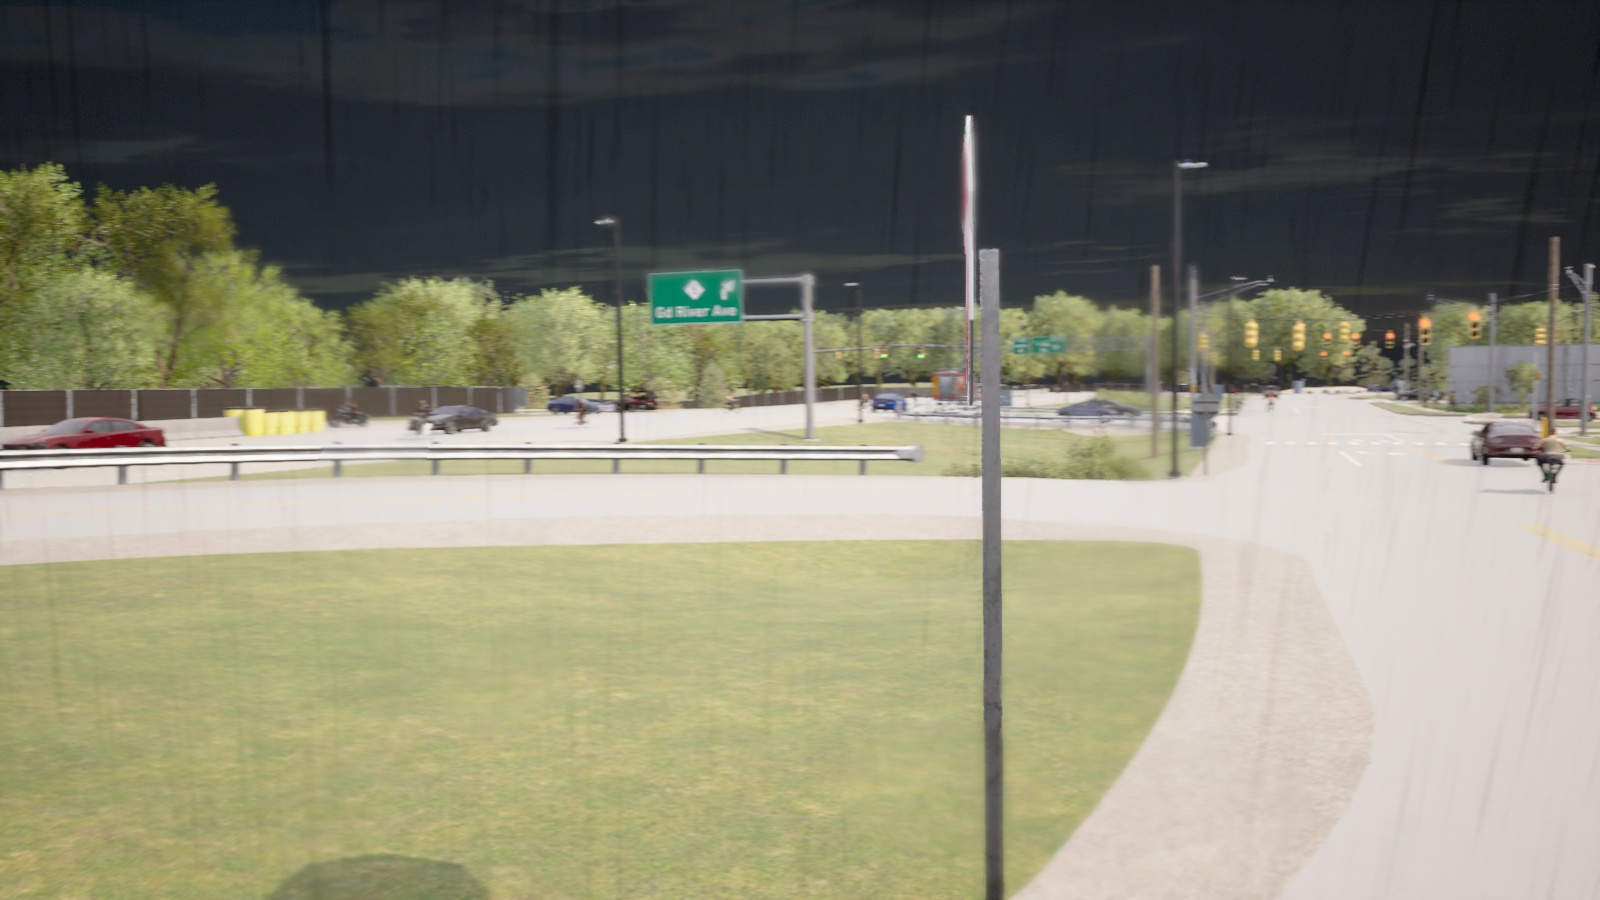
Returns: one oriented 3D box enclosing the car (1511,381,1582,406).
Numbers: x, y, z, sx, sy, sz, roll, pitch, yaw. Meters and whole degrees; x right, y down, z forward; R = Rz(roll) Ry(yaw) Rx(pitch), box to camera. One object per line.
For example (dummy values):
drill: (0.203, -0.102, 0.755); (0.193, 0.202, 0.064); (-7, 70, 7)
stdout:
car: (50.567, -3.821, 85.173); (3.988, 1.617, 1.851); (0, 4, 25)

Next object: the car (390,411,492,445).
car: (-17.648, -1.126, 62.026); (2.033, 1.411, 5.357); (-1, 3, 20)

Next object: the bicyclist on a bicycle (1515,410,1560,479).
bicyclist on a bicycle: (18.135, -0.145, 30.898); (0.866, 1.612, 1.509); (0, 3, 27)

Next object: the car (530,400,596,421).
car: (-18.232, -3.038, 96.724); (4.674, 1.442, 1.812); (0, 4, 19)

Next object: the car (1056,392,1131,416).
car: (20.296, -3.192, 86.809); (4.892, 1.490, 1.837); (-1, 3, 18)

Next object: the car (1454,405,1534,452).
car: (23.882, -0.777, 43.346); (1.812, 1.442, 4.674); (-1, 3, 21)

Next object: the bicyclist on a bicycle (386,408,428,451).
bicyclist on a bicycle: (-16.843, -0.893, 53.909); (0.659, 1.776, 1.843); (-1, 3, 20)

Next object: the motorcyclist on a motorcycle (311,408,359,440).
motorcyclist on a motorcycle: (-25.242, -1.413, 68.214); (0.766, 1.649, 2.350); (1, 4, 39)

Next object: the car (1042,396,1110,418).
car: (18.386, -2.881, 83.688); (4.181, 1.385, 1.994); (1, 4, 21)

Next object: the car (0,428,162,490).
car: (-22.369, 0.222, 38.485); (1.882, 1.535, 5.008); (-1, 3, 20)

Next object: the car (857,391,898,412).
car: (5.988, -3.761, 96.788); (1.882, 1.535, 5.008); (2, 4, 19)
